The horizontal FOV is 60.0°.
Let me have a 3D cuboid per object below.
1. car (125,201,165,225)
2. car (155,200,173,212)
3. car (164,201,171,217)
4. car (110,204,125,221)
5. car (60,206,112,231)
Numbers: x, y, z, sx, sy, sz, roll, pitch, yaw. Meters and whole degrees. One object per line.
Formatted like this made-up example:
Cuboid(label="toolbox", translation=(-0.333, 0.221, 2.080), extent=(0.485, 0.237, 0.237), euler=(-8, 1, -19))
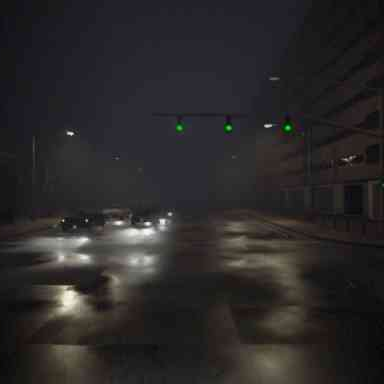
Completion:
Cuboid(label="car", translation=(-3.616, 1.775, 26.535), extent=(2.128, 1.511, 4.902), euler=(0, -1, 0))
Cuboid(label="car", translation=(-3.610, 2.034, 45.799), extent=(1.812, 1.442, 4.674), euler=(0, -1, 0))
Cuboid(label="car", translation=(-3.620, 1.992, 35.802), extent=(1.895, 1.301, 4.718), euler=(0, -1, 0))
Cuboid(label="car", translation=(-7.119, 1.877, 31.578), extent=(1.812, 1.442, 4.674), euler=(0, -1, 0))
Cuboid(label="car", translation=(-7.128, 1.845, 22.457), extent=(1.895, 1.301, 4.718), euler=(0, -1, 0))
